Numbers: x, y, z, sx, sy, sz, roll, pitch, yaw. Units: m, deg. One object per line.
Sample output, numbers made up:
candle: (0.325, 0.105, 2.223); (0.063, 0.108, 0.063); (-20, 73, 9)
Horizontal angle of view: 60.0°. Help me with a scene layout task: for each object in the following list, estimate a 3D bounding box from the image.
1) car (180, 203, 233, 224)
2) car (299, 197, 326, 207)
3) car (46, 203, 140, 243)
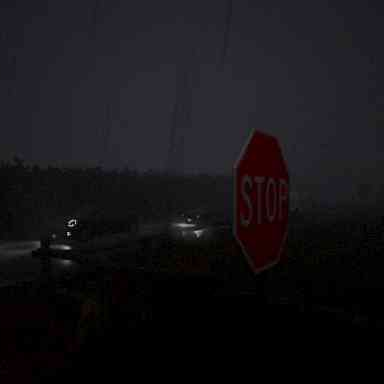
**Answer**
car: (1.376, 1.542, 25.018); (2.033, 1.411, 5.357); (0, 0, 36)
car: (16.486, 1.337, 45.742); (2.033, 1.411, 5.357); (0, 1, -1)
car: (-4.753, 1.354, 16.448); (2.097, 1.767, 4.553); (0, 0, 36)
